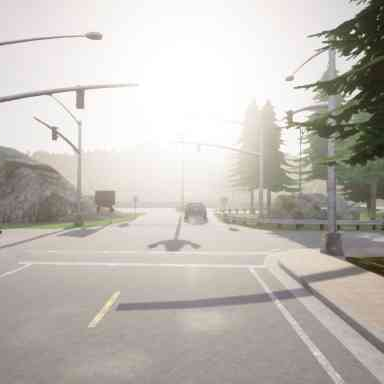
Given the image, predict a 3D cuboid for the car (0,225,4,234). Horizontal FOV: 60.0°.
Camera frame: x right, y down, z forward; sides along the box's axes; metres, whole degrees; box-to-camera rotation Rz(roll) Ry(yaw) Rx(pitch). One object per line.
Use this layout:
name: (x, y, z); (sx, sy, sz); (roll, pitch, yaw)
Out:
car: (-13.141, 1.834, 17.755); (5.357, 1.411, 2.033); (0, -1, 1)

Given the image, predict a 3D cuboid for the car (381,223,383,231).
car: (15.025, 2.060, 21.076); (5.357, 1.411, 2.033); (0, -1, -2)

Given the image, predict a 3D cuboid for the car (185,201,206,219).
car: (0.351, 1.709, 33.375); (2.097, 1.767, 4.553); (0, -1, 0)
